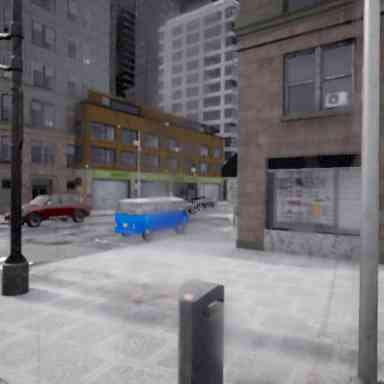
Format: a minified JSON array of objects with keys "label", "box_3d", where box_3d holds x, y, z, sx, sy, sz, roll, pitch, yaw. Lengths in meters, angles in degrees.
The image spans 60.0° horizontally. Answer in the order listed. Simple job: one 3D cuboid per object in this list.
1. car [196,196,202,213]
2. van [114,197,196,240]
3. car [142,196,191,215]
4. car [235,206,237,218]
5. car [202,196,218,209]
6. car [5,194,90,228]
[{"label":"car","box_3d":[-1.413,1.225,26.368,1.994,1.385,4.181,1,1,35]},{"label":"van","box_3d":[-1.777,1.172,15.735,1.690,1.788,3.998,2,2,35]},{"label":"car","box_3d":[-2.210,1.149,29.821,1.887,1.381,4.507,2,2,35]},{"label":"car","box_3d":[4.731,1.243,24.873,2.008,1.369,4.403,2,2,35]},{"label":"car","box_3d":[1.045,1.101,34.390,1.947,1.339,4.313,2,2,35]},{"label":"car","box_3d":[-8.719,1.058,20.682,2.192,1.841,5.009,2,2,35]}]
